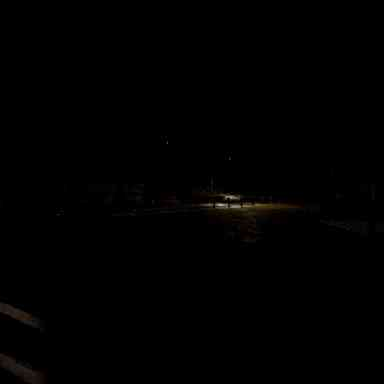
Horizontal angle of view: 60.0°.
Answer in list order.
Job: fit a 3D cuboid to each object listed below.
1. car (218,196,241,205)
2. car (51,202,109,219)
[{"bbox_3d":[6.364,1.338,55.325,2.033,1.411,5.357,2,1,35],"label":"car"},{"bbox_3d":[-9.398,1.496,28.416,1.895,1.301,4.718,2,1,35],"label":"car"}]
